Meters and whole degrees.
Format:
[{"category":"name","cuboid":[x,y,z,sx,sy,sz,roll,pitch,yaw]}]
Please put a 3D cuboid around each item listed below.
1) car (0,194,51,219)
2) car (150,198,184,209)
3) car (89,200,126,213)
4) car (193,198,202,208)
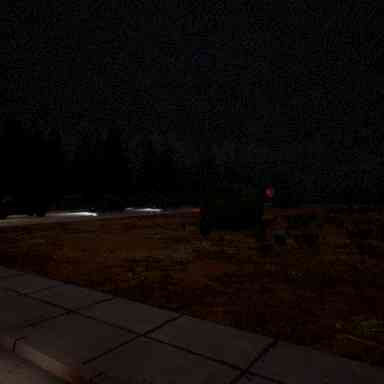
[{"category":"car","cuboid":[-15.451,1.248,29.682,2.150,2.045,5.566,0,0,36]},{"category":"car","cuboid":[-3.357,1.574,46.043,2.033,1.411,5.357,0,0,37]},{"category":"car","cuboid":[-9.556,1.591,37.660,1.994,1.385,4.181,0,0,37]},{"category":"car","cuboid":[2.123,1.531,47.265,1.837,1.490,4.892,0,0,36]}]
